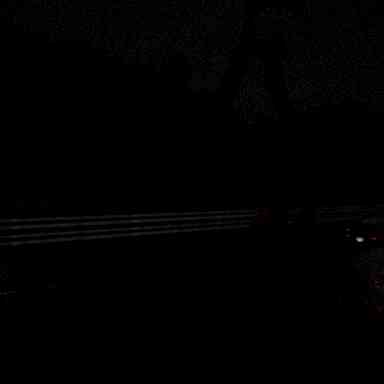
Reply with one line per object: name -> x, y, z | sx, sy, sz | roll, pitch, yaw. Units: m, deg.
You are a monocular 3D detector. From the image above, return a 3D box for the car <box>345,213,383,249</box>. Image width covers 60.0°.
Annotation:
car -> 8.105, 1.576, 13.566 | 4.674, 1.442, 1.812 | 0, 0, -34
